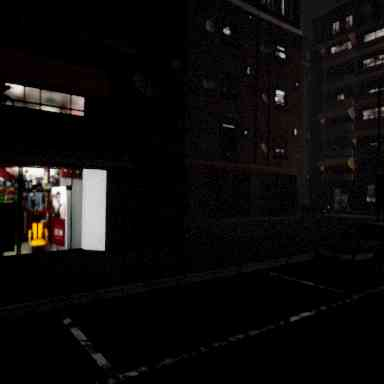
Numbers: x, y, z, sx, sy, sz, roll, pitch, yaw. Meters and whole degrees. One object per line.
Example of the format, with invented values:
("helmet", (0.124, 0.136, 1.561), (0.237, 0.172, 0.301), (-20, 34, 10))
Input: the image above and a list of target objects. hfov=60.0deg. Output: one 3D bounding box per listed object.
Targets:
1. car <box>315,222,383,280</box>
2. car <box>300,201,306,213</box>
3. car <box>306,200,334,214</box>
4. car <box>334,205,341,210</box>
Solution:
("car", (5.469, 1.585, 9.929), (4.206, 1.307, 1.802), (0, 1, -35))
("car", (9.164, 1.317, 35.792), (2.192, 1.841, 5.009), (1, -1, -35))
("car", (12.271, 1.649, 35.652), (1.895, 1.301, 4.718), (1, -1, -35))
("car", (15.508, 1.694, 40.460), (1.752, 1.417, 4.829), (1, -1, -35))
